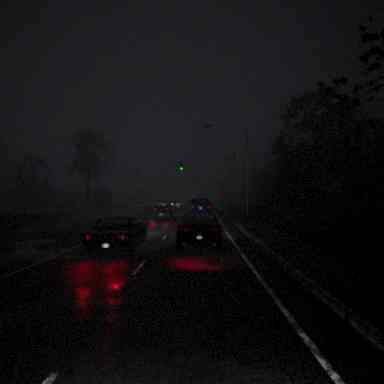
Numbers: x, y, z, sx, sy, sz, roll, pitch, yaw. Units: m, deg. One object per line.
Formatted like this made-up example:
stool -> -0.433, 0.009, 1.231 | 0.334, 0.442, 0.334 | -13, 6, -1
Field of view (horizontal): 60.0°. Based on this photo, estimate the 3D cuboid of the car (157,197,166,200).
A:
car -> -7.660, 1.952, 84.796 | 1.837, 1.490, 4.892 | 0, 2, 2

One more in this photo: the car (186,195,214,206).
car -> 0.852, 1.522, 31.535 | 2.150, 2.045, 5.566 | 0, -1, 2

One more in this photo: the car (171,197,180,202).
car -> -4.162, 1.953, 84.657 | 1.837, 1.490, 4.892 | 0, 2, 2

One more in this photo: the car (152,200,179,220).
car -> -2.713, 1.791, 31.819 | 2.128, 1.511, 4.902 | 0, -1, 1

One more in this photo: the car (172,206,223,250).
car -> 0.337, 1.623, 15.233 | 1.882, 1.535, 5.008 | 0, -1, 1

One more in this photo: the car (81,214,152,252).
car -> -3.177, 1.739, 14.650 | 1.895, 1.301, 4.718 | 0, -1, 1
